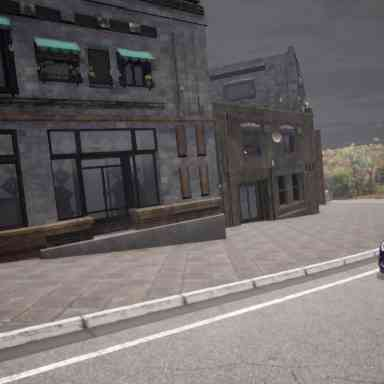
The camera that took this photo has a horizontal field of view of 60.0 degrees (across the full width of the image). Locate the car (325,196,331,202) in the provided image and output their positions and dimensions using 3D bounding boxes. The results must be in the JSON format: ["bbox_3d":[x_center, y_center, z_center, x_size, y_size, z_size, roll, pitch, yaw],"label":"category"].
[{"bbox_3d":[30.253,1.646,77.313,2.097,1.767,4.553,-6,-1,-10],"label":"car"}]

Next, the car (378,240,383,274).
[{"bbox_3d":[6.916,1.296,8.993,4.553,1.767,2.097,-1,0,-39],"label":"car"}]
